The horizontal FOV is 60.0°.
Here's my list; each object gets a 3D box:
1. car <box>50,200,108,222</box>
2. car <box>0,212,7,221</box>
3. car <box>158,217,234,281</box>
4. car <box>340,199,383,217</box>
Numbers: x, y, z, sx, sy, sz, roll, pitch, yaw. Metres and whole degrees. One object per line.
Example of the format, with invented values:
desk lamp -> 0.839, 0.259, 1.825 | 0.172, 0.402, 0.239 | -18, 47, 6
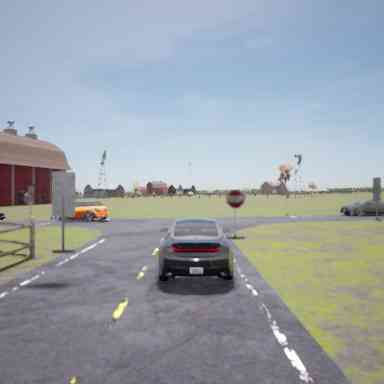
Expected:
car -> -9.303, 1.490, 27.349 | 4.553, 1.767, 2.097 | -1, 0, 16
car -> -16.835, 1.839, 25.446 | 4.718, 1.301, 1.895 | -1, -1, 6
car -> 0.097, 1.504, 9.800 | 1.837, 1.490, 4.892 | 0, 0, 0
car -> 14.751, 1.304, 28.029 | 4.181, 1.385, 1.994 | -1, 0, -4
